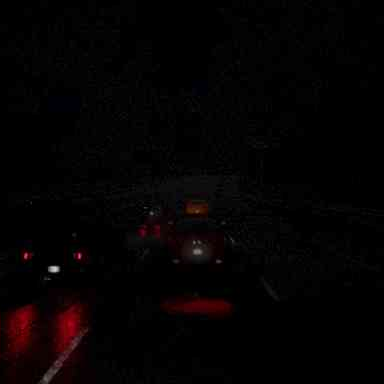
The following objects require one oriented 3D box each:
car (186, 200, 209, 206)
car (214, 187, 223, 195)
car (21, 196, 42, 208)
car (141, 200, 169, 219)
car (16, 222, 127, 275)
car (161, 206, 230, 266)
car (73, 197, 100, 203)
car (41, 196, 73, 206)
[{"bbox_3d":[0.506,1.419,29.781,1.882,1.535,5.008,0,0,1],"label":"car"},{"bbox_3d":[7.260,0.105,93.151,1.994,1.385,4.181,0,2,5],"label":"car"},{"bbox_3d":[-20.260,1.279,43.295,1.882,1.535,5.008,0,1,2],"label":"car"},{"bbox_3d":[-3.037,1.439,28.105,2.128,1.511,4.902,0,0,1],"label":"car"},{"bbox_3d":[-3.340,1.585,10.324,1.895,1.301,4.718,0,0,1],"label":"car"},{"bbox_3d":[0.175,1.462,11.493,1.882,1.535,5.008,0,0,1],"label":"car"},{"bbox_3d":[-13.272,1.336,42.925,1.812,1.442,4.674,0,1,2],"label":"car"},{"bbox_3d":[-16.793,1.291,42.524,1.882,1.535,5.008,0,1,2],"label":"car"}]
